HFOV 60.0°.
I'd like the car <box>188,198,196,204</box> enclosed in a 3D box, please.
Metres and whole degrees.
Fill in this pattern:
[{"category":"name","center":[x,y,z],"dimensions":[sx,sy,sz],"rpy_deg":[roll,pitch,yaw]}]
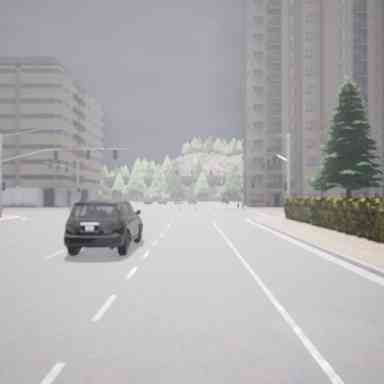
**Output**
[{"category":"car","center":[0.061,2.207,85.706],"dimensions":[2.128,1.511,4.902],"rpy_deg":[0,-1,0]}]

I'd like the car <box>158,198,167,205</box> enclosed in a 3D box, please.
[{"category":"car","center":[-6.944,2.272,78.426],"dimensions":[1.837,1.490,4.892],"rpy_deg":[0,-1,0]}]

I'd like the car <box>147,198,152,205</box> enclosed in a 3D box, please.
[{"category":"car","center":[-10.444,2.272,78.429],"dimensions":[1.837,1.490,4.892],"rpy_deg":[0,-1,0]}]

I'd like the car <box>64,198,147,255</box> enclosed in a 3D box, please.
[{"category":"car","center":[-3.489,1.356,14.024],"dimensions":[2.150,2.045,5.566],"rpy_deg":[0,0,0]}]

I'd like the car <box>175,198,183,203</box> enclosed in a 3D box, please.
[{"category":"car","center":[-3.439,2.206,85.709],"dimensions":[1.812,1.442,4.674],"rpy_deg":[0,-1,0]}]
